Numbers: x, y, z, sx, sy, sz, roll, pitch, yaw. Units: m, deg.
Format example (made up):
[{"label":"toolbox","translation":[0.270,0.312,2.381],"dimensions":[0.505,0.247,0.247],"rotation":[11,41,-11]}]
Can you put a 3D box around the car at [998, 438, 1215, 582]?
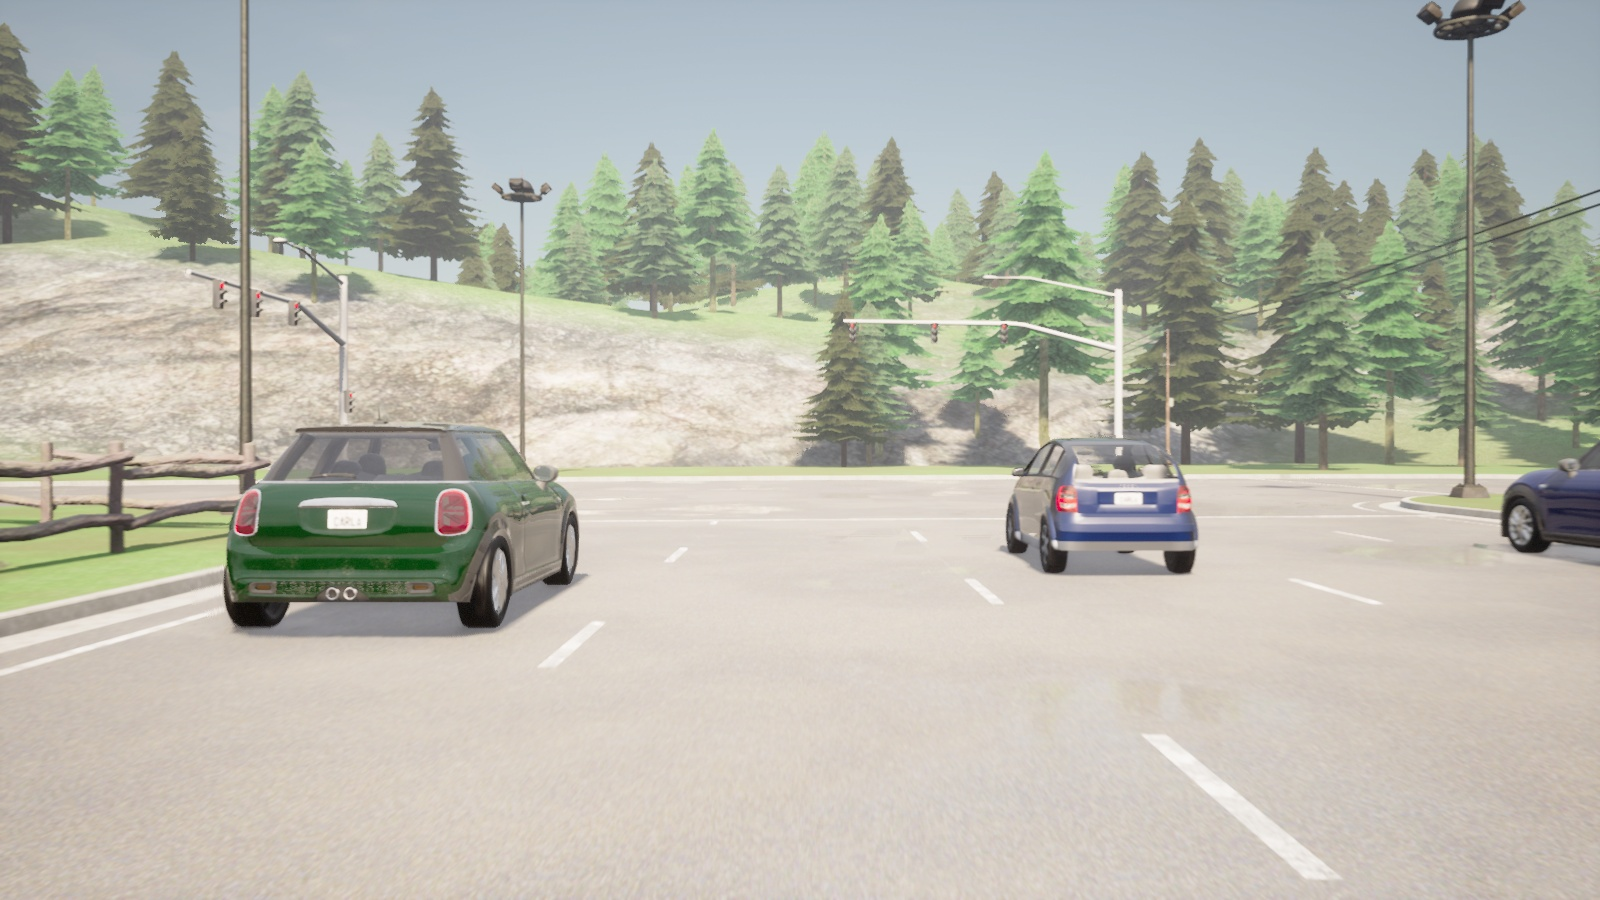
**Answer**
[{"label":"car","translation":[3.602,0.635,15.423],"dimensions":[1.789,1.549,3.705],"rotation":[0,0,0]}]

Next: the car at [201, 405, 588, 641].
[{"label":"car","translation":[-3.418,0.532,11.659],"dimensions":[2.097,1.767,4.553],"rotation":[0,0,0]}]

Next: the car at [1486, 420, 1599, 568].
[{"label":"car","translation":[10.603,0.521,15.225],"dimensions":[2.097,1.767,4.553],"rotation":[0,0,0]}]
